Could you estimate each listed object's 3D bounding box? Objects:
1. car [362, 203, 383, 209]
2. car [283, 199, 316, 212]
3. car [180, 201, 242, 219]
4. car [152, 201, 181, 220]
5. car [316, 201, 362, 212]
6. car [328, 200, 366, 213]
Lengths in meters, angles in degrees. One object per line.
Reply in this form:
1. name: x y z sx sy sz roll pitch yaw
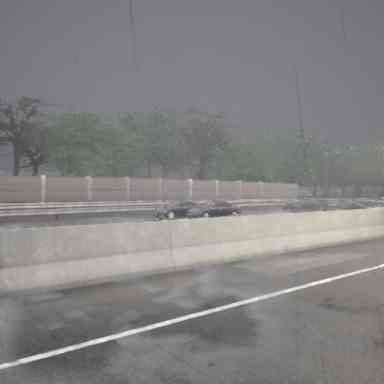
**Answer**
1. car: 17.200 1.631 29.027 4.718 1.301 1.895 0 0 -35
2. car: 13.025 1.581 38.873 5.357 1.411 2.033 0 0 -36
3. car: 1.808 1.513 26.694 4.892 1.490 1.837 0 0 -35
4. car: -1.034 1.511 28.122 4.892 1.490 1.837 0 0 -38
5. car: 14.419 1.575 31.350 5.357 1.411 2.033 0 0 -35
6. car: 17.728 1.643 37.946 4.718 1.301 1.895 0 0 -35
